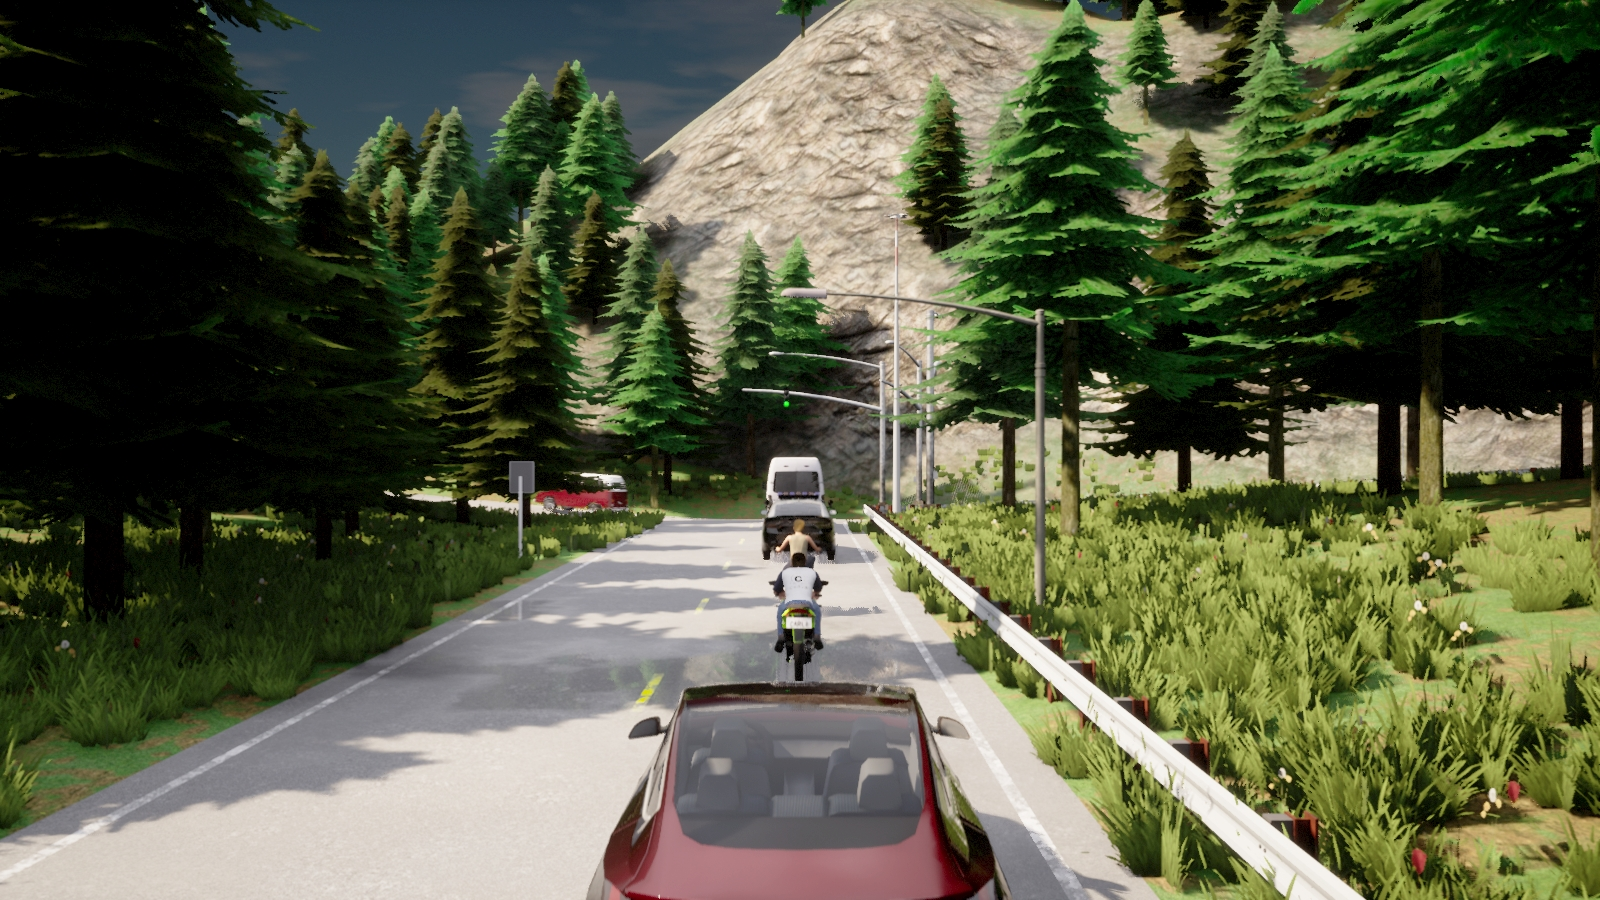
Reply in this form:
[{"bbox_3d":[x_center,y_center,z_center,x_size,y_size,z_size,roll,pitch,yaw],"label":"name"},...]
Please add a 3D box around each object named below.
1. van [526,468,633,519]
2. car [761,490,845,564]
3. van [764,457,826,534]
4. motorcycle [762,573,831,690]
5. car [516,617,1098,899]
[{"bbox_3d":[-10.621,2.091,55.011,4.480,2.038,2.069,5,0,21],"label":"van"},{"bbox_3d":[0.071,1.998,30.969,2.097,1.638,5.238,0,0,0],"label":"car"},{"bbox_3d":[-0.256,1.555,41.441,1.988,2.561,5.915,0,0,-3],"label":"van"},{"bbox_3d":[-0.036,2.221,14.329,0.803,1.145,2.033,0,0,0],"label":"motorcycle"},{"bbox_3d":[0.024,2.067,6.649,2.163,1.488,4.792,0,0,0],"label":"car"}]
